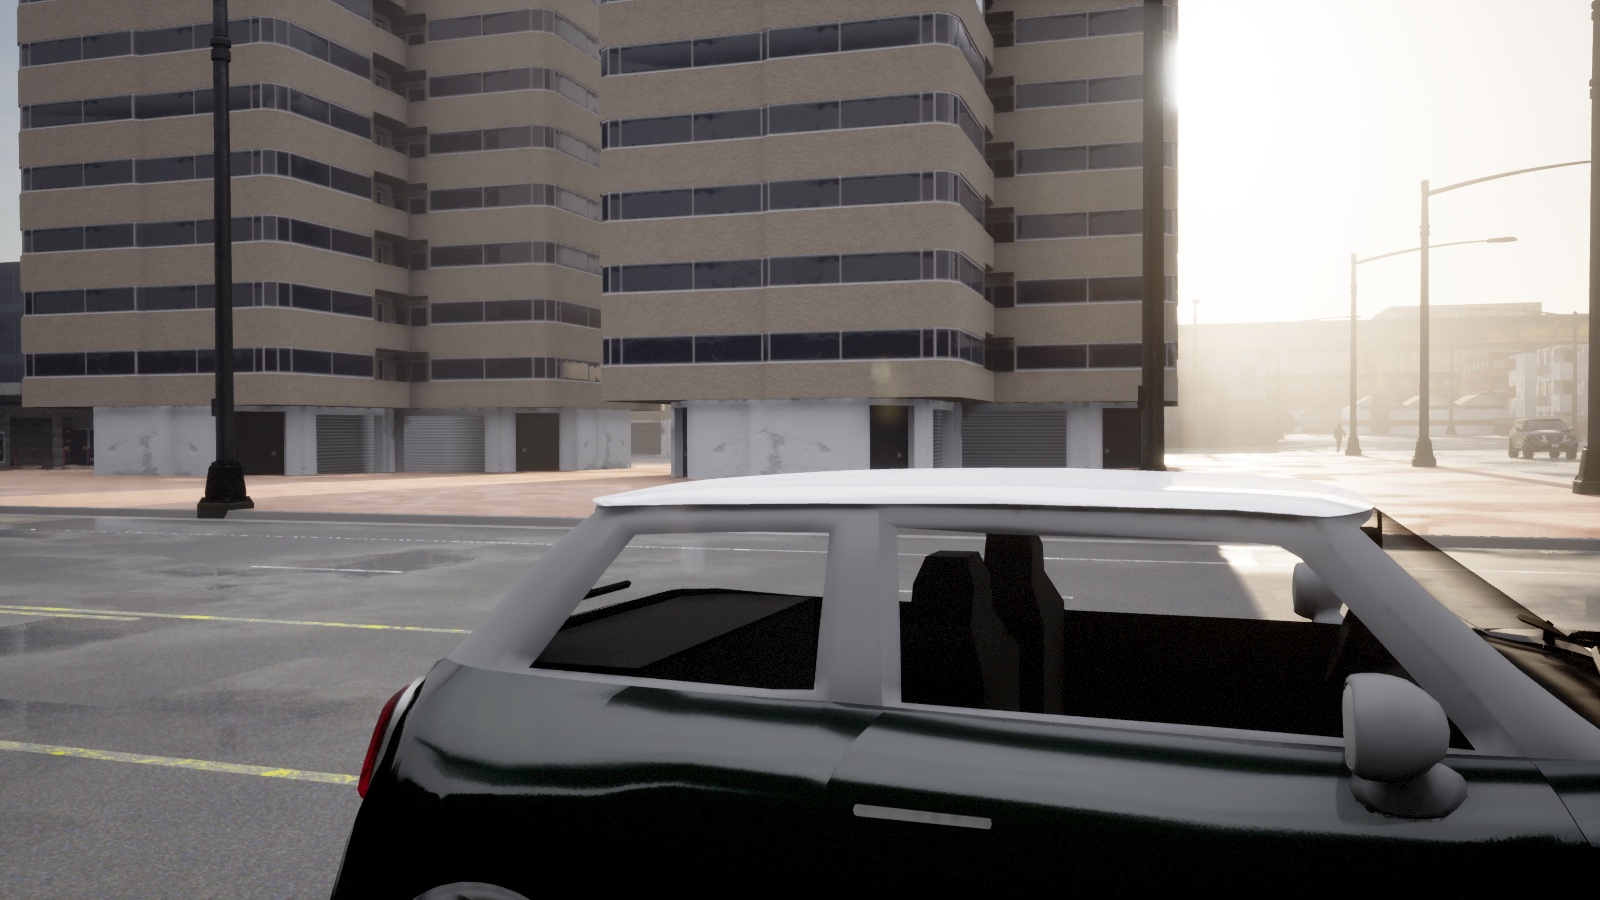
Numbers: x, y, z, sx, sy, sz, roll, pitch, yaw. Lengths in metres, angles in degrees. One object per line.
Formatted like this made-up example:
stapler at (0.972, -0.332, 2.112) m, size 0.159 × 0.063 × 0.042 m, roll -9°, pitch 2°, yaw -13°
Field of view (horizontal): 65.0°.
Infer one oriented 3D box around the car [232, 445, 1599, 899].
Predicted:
car at (0.941, 0.749, 2.925) m, size 3.806 × 1.475 × 1.970 m, roll 1°, pitch 1°, yaw 19°

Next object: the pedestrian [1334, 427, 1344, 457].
pedestrian at (33.360, -0.508, 77.732) m, size 0.431 × 1.840 × 0.709 m, roll 0°, pitch 1°, yaw 13°

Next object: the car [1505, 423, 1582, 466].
car at (36.786, -0.314, 62.282) m, size 2.150 × 2.045 × 5.566 m, roll 1°, pitch 1°, yaw 19°

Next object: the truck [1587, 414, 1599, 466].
truck at (39.420, -0.452, 59.286) m, size 2.627 × 2.467 × 5.204 m, roll 1°, pitch 2°, yaw 18°
